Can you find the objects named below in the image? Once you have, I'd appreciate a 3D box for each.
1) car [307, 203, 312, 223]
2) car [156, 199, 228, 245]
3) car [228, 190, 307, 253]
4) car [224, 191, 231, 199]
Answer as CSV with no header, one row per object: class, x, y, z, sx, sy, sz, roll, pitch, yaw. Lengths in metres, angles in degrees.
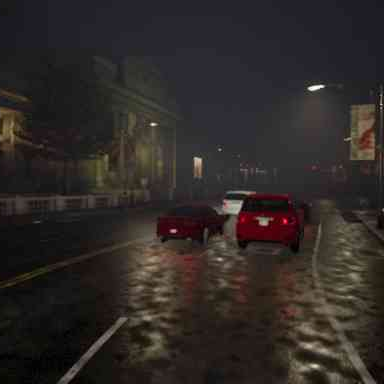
car,7.162,1.215,23.029,1.882,1.535,5.008,1,1,22
car,0.157,1.288,14.774,1.882,1.535,5.008,1,1,20
car,3.293,1.065,13.396,2.150,2.045,5.566,1,1,21
car,3.800,0.930,24.065,2.150,2.045,5.566,1,1,22
